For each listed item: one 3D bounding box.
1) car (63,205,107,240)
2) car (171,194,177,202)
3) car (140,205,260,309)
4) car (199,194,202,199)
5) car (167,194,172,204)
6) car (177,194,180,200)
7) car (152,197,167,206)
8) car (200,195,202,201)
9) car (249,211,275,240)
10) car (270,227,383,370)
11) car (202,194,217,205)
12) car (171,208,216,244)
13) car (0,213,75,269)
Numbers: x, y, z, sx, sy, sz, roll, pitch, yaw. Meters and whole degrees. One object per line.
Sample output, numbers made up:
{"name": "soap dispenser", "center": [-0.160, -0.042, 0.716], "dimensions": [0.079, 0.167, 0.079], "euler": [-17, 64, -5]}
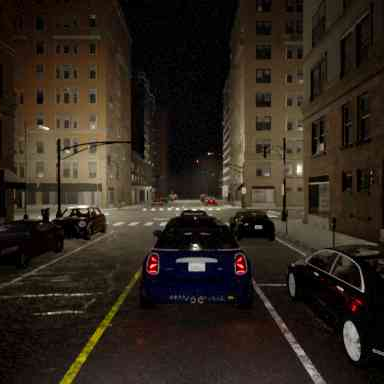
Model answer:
{"name": "car", "center": [-5.626, 1.440, 16.562], "dimensions": [1.967, 1.590, 4.097], "euler": [0, 0, 0]}
{"name": "car", "center": [-5.368, 1.625, 80.537], "dimensions": [1.752, 1.417, 4.829], "euler": [0, 0, 0]}
{"name": "car", "center": [0.099, 1.352, 8.027], "dimensions": [2.097, 1.767, 4.553], "euler": [0, 0, 0]}
{"name": "car", "center": [3.133, 1.523, 75.264], "dimensions": [1.967, 1.590, 4.097], "euler": [0, 0, 0]}
{"name": "car", "center": [-5.440, 1.606, 64.481], "dimensions": [2.008, 1.369, 4.403], "euler": [0, 0, 0]}
{"name": "car", "center": [-5.319, 1.455, 91.525], "dimensions": [2.192, 1.841, 5.009], "euler": [0, 0, 0]}
{"name": "car", "center": [-5.490, 1.617, 53.665], "dimensions": [1.802, 1.307, 4.206], "euler": [0, 0, 0]}
{"name": "car", "center": [3.084, 1.606, 64.446], "dimensions": [2.008, 1.369, 4.403], "euler": [0, 0, 0]}
{"name": "car", "center": [2.899, 1.566, 16.538], "dimensions": [1.947, 1.339, 4.313], "euler": [0, 0, 0]}
{"name": "car", "center": [2.869, 1.551, 5.536], "dimensions": [2.008, 1.369, 4.403], "euler": [0, 0, 0]}
{"name": "car", "center": [3.034, 1.475, 53.628], "dimensions": [1.967, 1.590, 4.097], "euler": [0, 0, 0]}
{"name": "car", "center": [0.089, 1.564, 16.610], "dimensions": [1.994, 1.385, 4.181], "euler": [0, 0, 1]}
{"name": "car", "center": [-5.641, 1.582, 11.061], "dimensions": [1.802, 1.307, 4.206], "euler": [0, 0, 0]}
